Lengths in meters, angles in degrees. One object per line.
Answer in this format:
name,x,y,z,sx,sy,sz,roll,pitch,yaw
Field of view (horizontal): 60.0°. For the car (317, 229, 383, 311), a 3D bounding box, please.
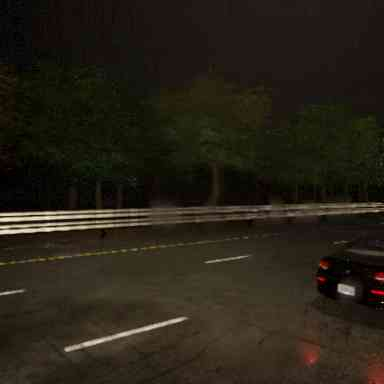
car,4.560,1.538,7.119,4.674,1.442,1.812,0,0,-35
